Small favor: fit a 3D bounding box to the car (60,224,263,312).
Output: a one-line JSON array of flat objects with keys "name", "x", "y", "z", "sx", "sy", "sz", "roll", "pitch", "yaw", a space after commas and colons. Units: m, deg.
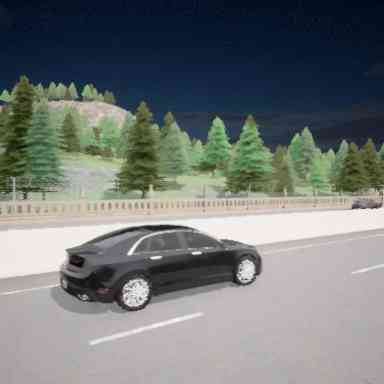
[{"name": "car", "x": -0.436, "y": 1.503, "z": 7.733, "sx": 4.892, "sy": 1.490, "sz": 1.837, "roll": 0, "pitch": 0, "yaw": -35}]
